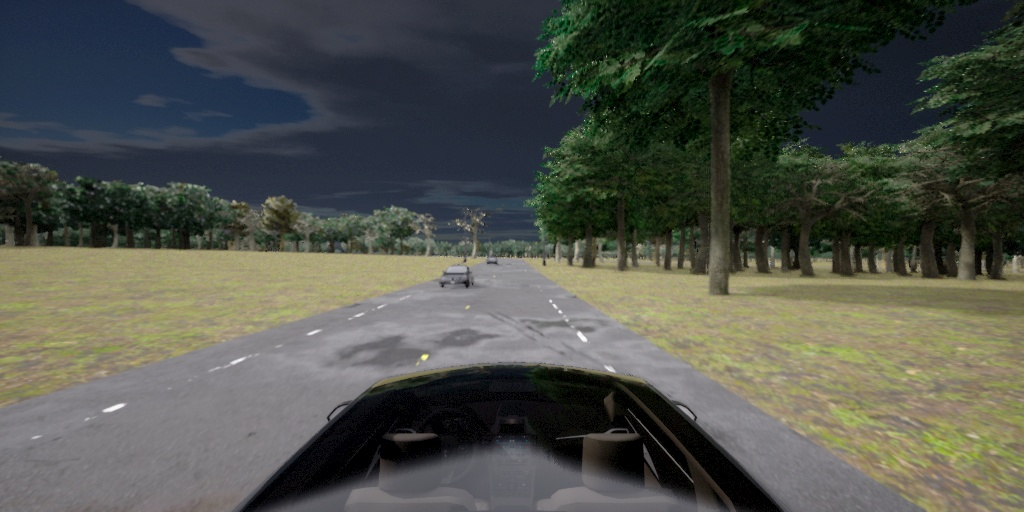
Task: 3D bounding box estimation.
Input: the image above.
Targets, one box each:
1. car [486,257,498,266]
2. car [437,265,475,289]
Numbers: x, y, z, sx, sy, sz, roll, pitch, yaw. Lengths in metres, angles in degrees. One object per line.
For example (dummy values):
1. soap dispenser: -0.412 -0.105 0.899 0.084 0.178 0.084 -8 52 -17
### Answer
1. car: -3.525 0.887 64.207 1.882 1.535 5.008 0 1 1
2. car: -3.589 1.323 24.013 1.812 1.442 4.674 0 0 0
